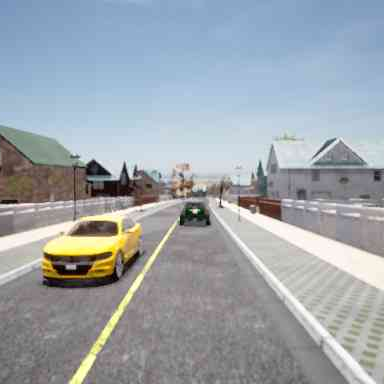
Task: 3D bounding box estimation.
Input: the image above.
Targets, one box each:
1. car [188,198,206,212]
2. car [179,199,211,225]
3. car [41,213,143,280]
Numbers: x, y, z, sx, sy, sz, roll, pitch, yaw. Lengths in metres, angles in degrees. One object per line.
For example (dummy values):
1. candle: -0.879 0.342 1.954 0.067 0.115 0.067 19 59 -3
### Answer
1. car: 0.662 1.543 40.766 2.033 1.411 5.357 0 0 2
2. car: 0.243 1.334 23.925 2.097 1.767 4.553 0 0 2
3. car: -2.744 1.459 10.147 1.882 1.535 5.008 0 0 1
